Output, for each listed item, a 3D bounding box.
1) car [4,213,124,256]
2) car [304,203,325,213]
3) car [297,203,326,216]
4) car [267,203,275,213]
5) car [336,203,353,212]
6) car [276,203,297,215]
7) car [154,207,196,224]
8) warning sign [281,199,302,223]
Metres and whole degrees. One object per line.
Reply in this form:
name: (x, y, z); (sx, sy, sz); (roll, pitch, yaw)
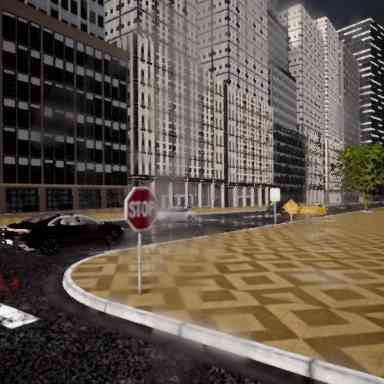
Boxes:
car: (-4.945, 1.596, 13.611); (2.128, 1.511, 4.902); (-1, -2, 36)
car: (19.379, 2.488, 52.521); (1.895, 1.301, 4.718); (-1, -1, 36)
car: (15.062, 2.138, 40.955); (1.882, 1.535, 5.008); (-1, -1, 36)
car: (12.650, 2.285, 48.862); (1.882, 1.535, 5.008); (-1, -2, 37)
car: (24.935, 2.496, 54.444); (1.994, 1.385, 4.181); (-1, -1, 36)
car: (13.332, 2.225, 44.186); (1.837, 1.490, 4.892); (-1, -1, 37)
car: (-1.706, 2.017, 29.387); (1.895, 1.301, 4.718); (-1, -1, 36)
warning sign: (7.953, 1.492, 26.566); (1.300, 1.860, 1.060); (0, 0, 36)
